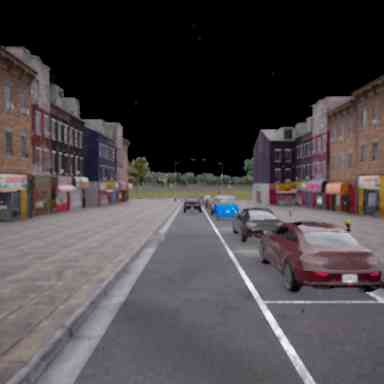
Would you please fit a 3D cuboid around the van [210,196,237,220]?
[{"bbox_3d":[2.596,1.195,26.115,1.690,1.788,3.998,-1,0,0],"label":"van"}]

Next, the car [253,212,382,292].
[{"bbox_3d":[3.017,1.476,8.658,1.812,1.442,4.674,0,0,0],"label":"car"}]

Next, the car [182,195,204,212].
[{"bbox_3d":[0.052,1.312,34.823,1.837,1.490,4.892,0,1,0],"label":"car"}]

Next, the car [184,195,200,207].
[{"bbox_3d":[0.017,1.232,46.992,2.128,1.511,4.902,0,0,0],"label":"car"}]

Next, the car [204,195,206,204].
[{"bbox_3d":[2.592,1.317,37.351,1.752,1.417,4.829,-1,0,0],"label":"car"}]

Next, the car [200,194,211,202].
[{"bbox_3d":[2.571,1.195,64.843,2.008,1.369,4.403,-1,0,0],"label":"car"}]

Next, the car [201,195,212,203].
[{"bbox_3d":[2.576,1.256,59.311,1.802,1.307,4.206,-1,0,0],"label":"car"}]

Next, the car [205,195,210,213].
[{"bbox_3d":[2.594,1.263,31.648,1.967,1.590,4.097,-1,0,0],"label":"car"}]

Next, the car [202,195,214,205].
[{"bbox_3d":[2.579,1.228,53.948,1.752,1.417,4.829,-1,0,0],"label":"car"}]

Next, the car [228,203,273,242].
[{"bbox_3d":[3.011,1.437,15.660,1.812,1.442,4.674,0,0,0],"label":"car"}]

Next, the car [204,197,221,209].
[{"bbox_3d":[2.588,1.329,42.713,1.947,1.339,4.313,-1,0,0],"label":"car"}]
